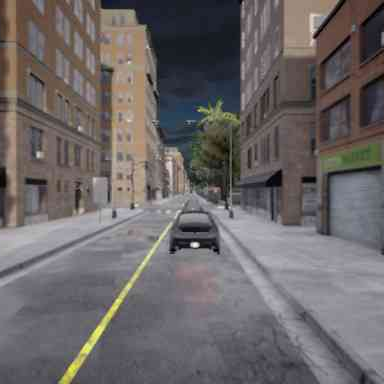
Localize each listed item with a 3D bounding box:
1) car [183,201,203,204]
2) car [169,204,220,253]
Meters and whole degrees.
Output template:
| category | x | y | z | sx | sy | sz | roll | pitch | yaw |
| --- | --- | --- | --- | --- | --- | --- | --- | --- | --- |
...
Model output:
| category | x | y | z | sx | sy | sz | roll | pitch | yaw |
| --- | --- | --- | --- | --- | --- | --- | --- | --- | --- |
| car | 0.099 | 1.523 | 32.046 | 1.994 | 1.385 | 4.181 | 0 | 0 | 0 |
| car | 0.100 | 1.490 | 13.550 | 1.837 | 1.490 | 4.892 | 0 | 1 | 0 |
